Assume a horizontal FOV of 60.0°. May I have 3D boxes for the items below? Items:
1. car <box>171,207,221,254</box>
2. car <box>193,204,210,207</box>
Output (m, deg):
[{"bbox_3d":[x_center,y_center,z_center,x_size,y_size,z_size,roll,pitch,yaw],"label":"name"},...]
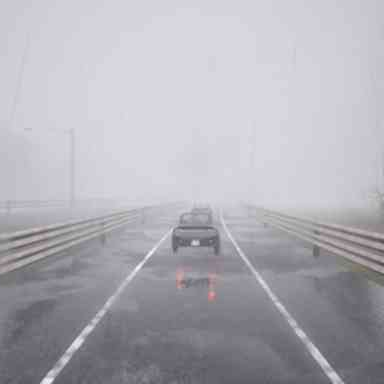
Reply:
[{"bbox_3d":[0.198,1.626,14.229,2.128,1.511,4.902,0,0,2],"label":"car"},{"bbox_3d":[0.895,1.765,29.147,2.128,1.511,4.902,0,0,4],"label":"car"}]
